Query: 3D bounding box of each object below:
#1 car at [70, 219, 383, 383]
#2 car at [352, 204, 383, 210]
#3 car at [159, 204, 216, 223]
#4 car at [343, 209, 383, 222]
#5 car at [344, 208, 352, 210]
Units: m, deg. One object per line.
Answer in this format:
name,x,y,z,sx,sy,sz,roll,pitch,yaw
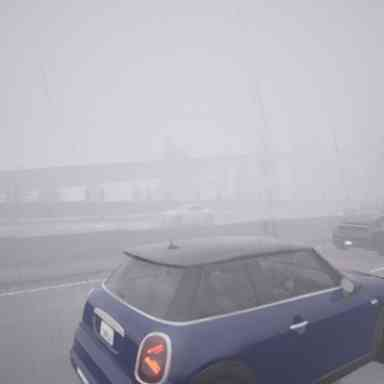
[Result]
car,0.921,1.380,4.402,4.553,1.767,2.097,1,0,-35
car,15.850,1.760,28.060,4.674,1.442,1.812,1,0,-36
car,-0.259,1.646,25.216,4.674,1.442,1.812,1,0,-35
car,7.674,1.621,13.513,4.892,1.490,1.837,1,0,-35
car,17.192,1.894,33.313,4.718,1.301,1.895,1,0,-36
